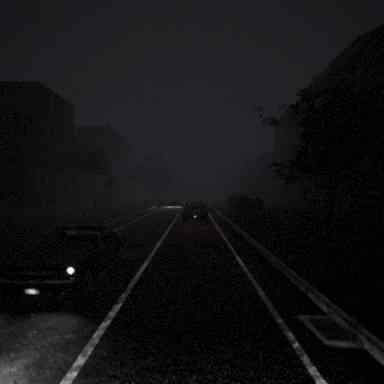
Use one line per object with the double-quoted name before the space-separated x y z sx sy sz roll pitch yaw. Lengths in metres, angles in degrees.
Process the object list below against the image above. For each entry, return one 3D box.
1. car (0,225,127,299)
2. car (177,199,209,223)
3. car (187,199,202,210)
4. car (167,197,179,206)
"car" -3.053 1.598 8.575 1.895 1.301 4.718 0 0 0
"car" 0.240 1.462 25.075 2.128 1.511 4.902 0 0 0
"car" 0.340 1.555 42.917 1.895 1.301 4.718 0 0 0
"car" -2.778 1.531 51.961 1.994 1.385 4.181 0 0 1
